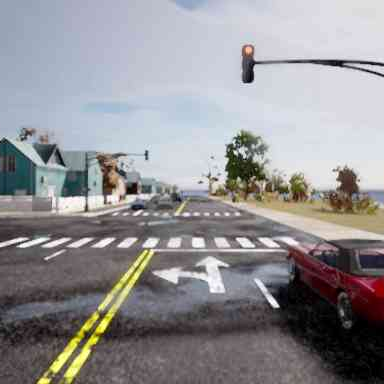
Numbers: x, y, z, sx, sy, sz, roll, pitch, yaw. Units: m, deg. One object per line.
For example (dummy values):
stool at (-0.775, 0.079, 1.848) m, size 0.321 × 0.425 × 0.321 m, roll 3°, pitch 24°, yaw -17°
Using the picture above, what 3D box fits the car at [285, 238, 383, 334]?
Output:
car at (3.366, 1.585, 6.731) m, size 1.895 × 1.301 × 4.718 m, roll 0°, pitch 0°, yaw 0°

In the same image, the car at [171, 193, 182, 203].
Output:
car at (-3.074, 1.129, 64.421) m, size 2.150 × 2.045 × 5.566 m, roll 0°, pitch 0°, yaw 0°

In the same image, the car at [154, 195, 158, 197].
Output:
car at (-6.355, 1.259, 60.925) m, size 2.097 × 1.767 × 4.553 m, roll 0°, pitch 0°, yaw 1°

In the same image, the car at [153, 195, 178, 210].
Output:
car at (-3.225, 1.473, 41.914) m, size 2.033 × 1.411 × 5.357 m, roll 0°, pitch 0°, yaw 0°

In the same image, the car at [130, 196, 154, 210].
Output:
car at (-6.473, 1.473, 41.923) m, size 2.033 × 1.411 × 5.357 m, roll 0°, pitch 0°, yaw 0°
